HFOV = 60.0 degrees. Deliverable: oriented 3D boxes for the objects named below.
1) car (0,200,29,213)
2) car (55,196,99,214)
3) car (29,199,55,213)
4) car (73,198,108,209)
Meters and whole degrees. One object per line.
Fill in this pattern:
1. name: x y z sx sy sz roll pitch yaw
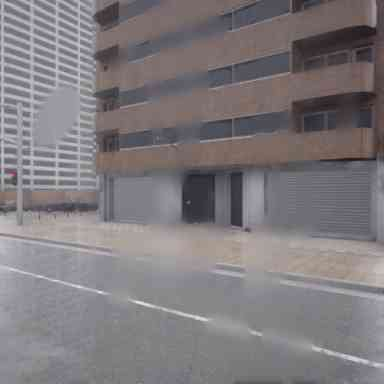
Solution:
1. car: -19.532 1.547 37.405 2.033 1.411 5.357 0 0 35
2. car: -11.754 1.477 36.018 1.882 1.535 5.008 0 0 35
3. car: -15.161 1.477 37.566 1.882 1.535 5.008 0 0 35
4. car: -13.839 1.564 45.606 1.994 1.385 4.181 0 0 35
